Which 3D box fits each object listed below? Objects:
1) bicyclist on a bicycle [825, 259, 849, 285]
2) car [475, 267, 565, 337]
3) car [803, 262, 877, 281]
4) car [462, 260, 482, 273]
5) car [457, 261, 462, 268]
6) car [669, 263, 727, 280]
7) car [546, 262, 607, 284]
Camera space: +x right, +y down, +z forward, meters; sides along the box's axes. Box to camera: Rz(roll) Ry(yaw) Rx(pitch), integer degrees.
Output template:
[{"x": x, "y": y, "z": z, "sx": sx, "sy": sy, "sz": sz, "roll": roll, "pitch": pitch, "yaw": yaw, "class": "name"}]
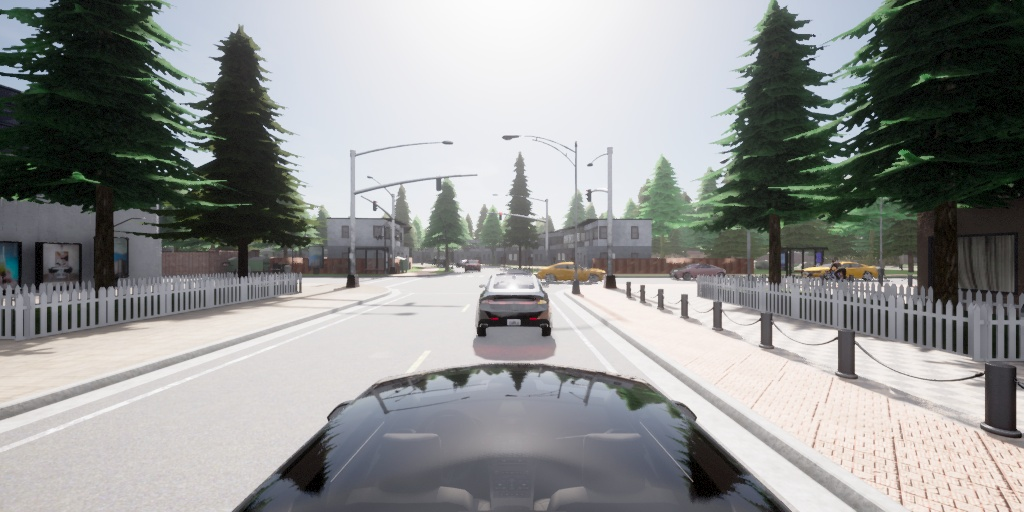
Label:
[{"x": 19.886, "y": 1.035, "z": 21.978, "sx": 0.582, "sy": 1.620, "sz": 1.656, "roll": 0, "pitch": 0, "yaw": 2, "class": "bicyclist on a bicycle"}, {"x": 0.056, "y": 1.242, "z": 10.291, "sx": 2.128, "sy": 1.511, "sz": 4.902, "roll": 0, "pitch": 0, "yaw": 0, "class": "car"}, {"x": 26.674, "y": 1.212, "z": 29.265, "sx": 5.008, "sy": 1.535, "sz": 1.882, "roll": 0, "pitch": 0, "yaw": 2, "class": "car"}, {"x": -4.754, "y": 1.193, "z": 43.578, "sx": 1.882, "sy": 1.535, "sz": 5.008, "roll": 0, "pitch": 0, "yaw": -5, "class": "car"}, {"x": -7.810, "y": 1.280, "z": 58.685, "sx": 1.994, "sy": 1.385, "sz": 4.181, "roll": 0, "pitch": 0, "yaw": -19, "class": "car"}, {"x": 15.295, "y": 1.299, "z": 29.595, "sx": 4.181, "sy": 1.385, "sz": 1.994, "roll": 0, "pitch": 0, "yaw": 2, "class": "car"}, {"x": 4.419, "y": 1.213, "z": 26.458, "sx": 5.008, "sy": 1.535, "sz": 1.882, "roll": 0, "pitch": 1, "yaw": 14, "class": "car"}]
